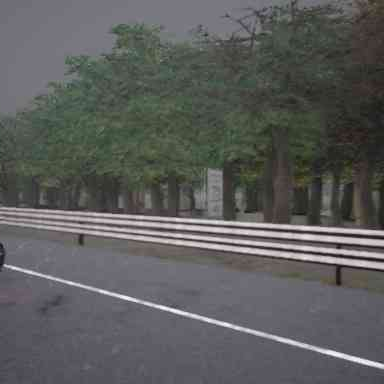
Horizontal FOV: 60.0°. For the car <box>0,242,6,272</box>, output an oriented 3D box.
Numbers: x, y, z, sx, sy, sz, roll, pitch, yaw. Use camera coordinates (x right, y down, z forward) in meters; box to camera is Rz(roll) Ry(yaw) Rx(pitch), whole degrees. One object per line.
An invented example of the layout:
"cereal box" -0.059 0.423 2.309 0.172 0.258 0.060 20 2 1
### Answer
"car" -6.987 1.491 8.668 4.892 1.490 1.837 0 -3 27
